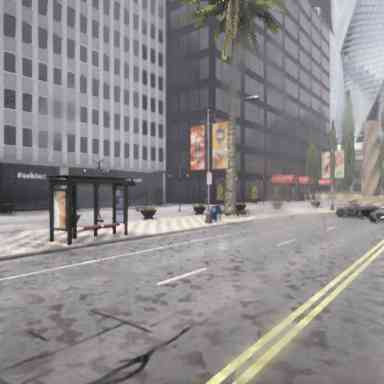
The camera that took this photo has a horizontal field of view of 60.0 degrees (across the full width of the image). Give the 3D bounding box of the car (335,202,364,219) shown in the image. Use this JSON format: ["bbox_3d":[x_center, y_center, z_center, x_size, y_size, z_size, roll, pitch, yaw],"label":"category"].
[{"bbox_3d":[14.202,1.559,28.362,4.718,1.301,1.895,0,0,-38],"label":"car"}]

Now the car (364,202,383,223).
[{"bbox_3d":[14.386,1.526,23.838,4.181,1.385,1.994,0,0,-41],"label":"car"}]
